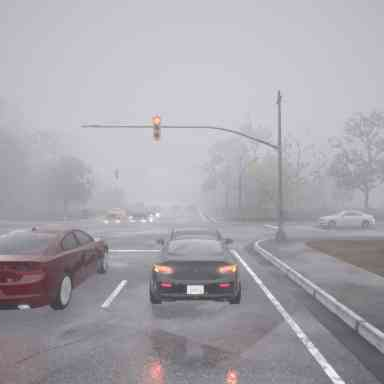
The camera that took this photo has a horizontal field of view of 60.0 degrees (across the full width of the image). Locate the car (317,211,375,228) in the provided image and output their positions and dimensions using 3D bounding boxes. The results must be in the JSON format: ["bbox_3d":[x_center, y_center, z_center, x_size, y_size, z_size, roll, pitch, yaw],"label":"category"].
[{"bbox_3d":[13.208,2.334,28.622,4.674,1.442,1.812,0,-2,-1],"label":"car"}]

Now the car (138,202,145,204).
[{"bbox_3d":[-10.609,3.027,66.477,2.150,2.045,5.566,0,0,0],"label":"car"}]

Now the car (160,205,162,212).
[{"bbox_3d":[-7.109,3.297,66.618,2.128,1.511,4.902,0,0,0],"label":"car"}]

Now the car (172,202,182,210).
[{"bbox_3d":[-3.601,3.342,76.892,1.895,1.301,4.718,0,0,0],"label":"car"}]

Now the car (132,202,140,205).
[{"bbox_3d":[-10.657,3.095,55.817,2.097,1.767,4.553,0,-1,0],"label":"car"}]

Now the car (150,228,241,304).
[{"bbox_3d":[0.070,1.604,8.179,1.812,1.442,4.674,0,-1,0],"label":"car"}]

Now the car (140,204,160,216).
[{"bbox_3d":[-7.159,3.245,56.562,2.128,1.511,4.902,0,-1,0],"label":"car"}]

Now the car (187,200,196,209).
[{"bbox_3d":[-0.102,3.289,77.191,1.994,1.385,4.181,0,0,0],"label":"car"}]

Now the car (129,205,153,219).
[{"bbox_3d":[-7.148,3.026,47.091,1.882,1.535,5.008,0,-2,1],"label":"car"}]

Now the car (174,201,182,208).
[{"bbox_3d":[-3.715,3.210,86.803,1.812,1.442,4.674,0,0,-3],"label":"car"}]

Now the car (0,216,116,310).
[{"bbox_3d":[-3.427,1.554,8.036,1.882,1.535,5.008,0,-1,0],"label":"car"}]

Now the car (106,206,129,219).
[{"bbox_3d":[-10.659,3.023,46.957,1.882,1.535,5.008,0,-2,0],"label":"car"}]

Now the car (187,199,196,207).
[{"bbox_3d":[-0.207,2.877,86.926,2.097,1.767,4.553,0,0,-3],"label":"car"}]
